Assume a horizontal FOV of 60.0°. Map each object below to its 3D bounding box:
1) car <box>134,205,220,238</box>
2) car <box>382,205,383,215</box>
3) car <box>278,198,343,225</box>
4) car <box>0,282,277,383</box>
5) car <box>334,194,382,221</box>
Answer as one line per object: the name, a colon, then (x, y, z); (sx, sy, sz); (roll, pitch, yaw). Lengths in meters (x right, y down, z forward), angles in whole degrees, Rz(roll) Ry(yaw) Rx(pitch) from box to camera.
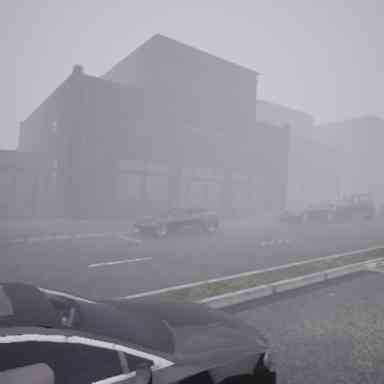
car: (-0.720, 1.460, 17.481); (4.792, 1.488, 2.163); (0, 0, -36)
car: (20.355, 1.456, 32.705); (4.892, 1.521, 2.231); (0, 0, -35)
car: (8.283, 1.442, 23.953); (4.892, 1.521, 2.231); (0, 0, -36)
car: (-1.438, 1.491, 2.411); (4.902, 1.511, 2.128); (0, 0, -36)
car: (12.740, 1.195, 27.159); (5.566, 2.045, 2.435); (0, 0, -36)
